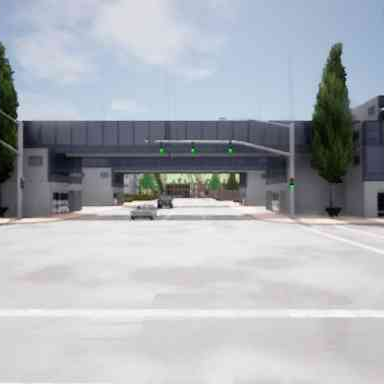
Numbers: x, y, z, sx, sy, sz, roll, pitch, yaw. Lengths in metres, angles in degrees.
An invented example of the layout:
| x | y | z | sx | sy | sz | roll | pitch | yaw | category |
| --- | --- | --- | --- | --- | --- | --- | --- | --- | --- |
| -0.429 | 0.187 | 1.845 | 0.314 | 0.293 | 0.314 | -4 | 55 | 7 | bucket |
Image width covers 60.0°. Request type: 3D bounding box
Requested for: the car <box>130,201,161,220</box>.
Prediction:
| x | y | z | sx | sy | sz | roll | pitch | yaw | category |
| --- | --- | --- | --- | --- | --- | --- | --- | --- | --- |
| -4.176 | 1.751 | 29.355 | 1.895 | 1.301 | 4.718 | 0 | 0 | 0 | car |

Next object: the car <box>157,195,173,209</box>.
| x | y | z | sx | sy | sz | roll | pitch | yaw | category |
| --- | --- | --- | --- | --- | --- | --- | --- | --- | --- |
| -4.027 | 1.477 | 50.477 | 2.150 | 2.045 | 5.566 | 0 | 0 | 0 | car |
